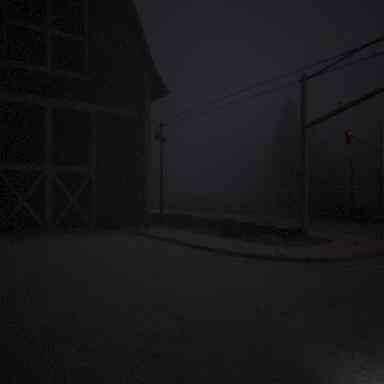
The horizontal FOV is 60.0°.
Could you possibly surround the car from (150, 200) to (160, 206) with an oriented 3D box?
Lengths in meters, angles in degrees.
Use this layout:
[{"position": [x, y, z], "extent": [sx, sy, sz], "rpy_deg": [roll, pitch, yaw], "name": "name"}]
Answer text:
[{"position": [-6.470, 1.845, 49.716], "extent": [1.895, 1.301, 4.718], "rpy_deg": [0, 0, -34], "name": "car"}]
